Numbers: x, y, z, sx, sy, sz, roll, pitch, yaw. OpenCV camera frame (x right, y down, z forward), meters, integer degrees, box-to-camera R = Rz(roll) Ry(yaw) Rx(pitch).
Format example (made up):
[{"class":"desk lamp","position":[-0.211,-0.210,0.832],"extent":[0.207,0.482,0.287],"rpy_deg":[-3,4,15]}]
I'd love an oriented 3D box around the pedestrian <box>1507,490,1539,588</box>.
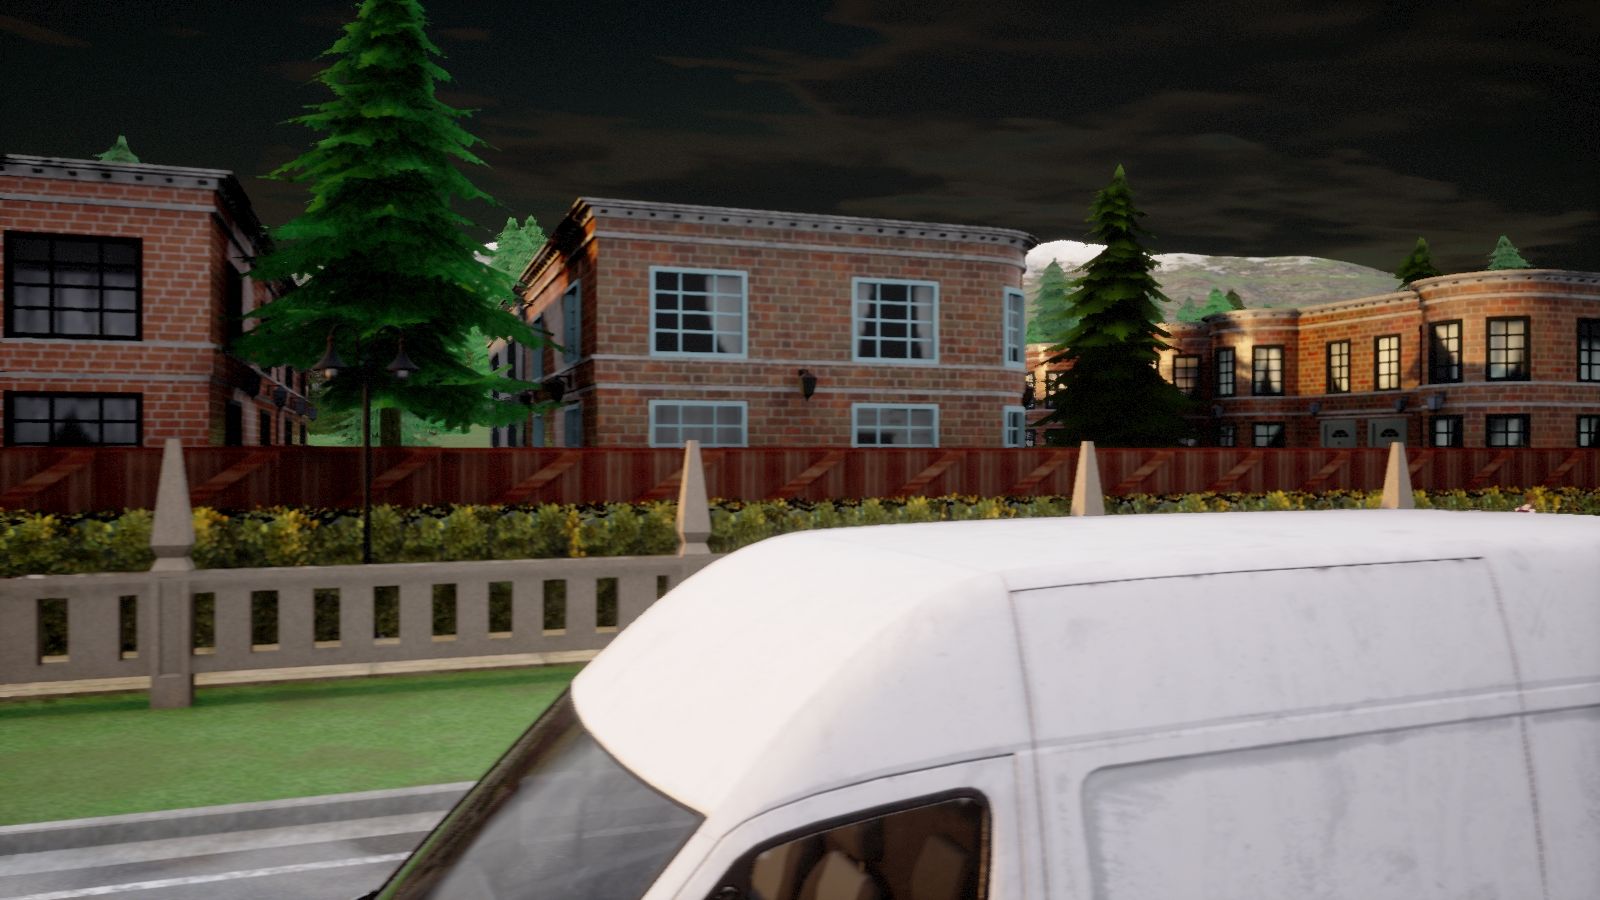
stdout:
[{"class":"pedestrian","position":[13.954,1.705,22.049],"extent":[0.375,1.860,0.375],"rpy_deg":[0,0,-20]}]

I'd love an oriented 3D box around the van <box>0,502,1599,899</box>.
[{"class":"van","position":[0.739,1.535,3.568],"extent":[5.915,2.561,1.988],"rpy_deg":[0,0,-20]}]
